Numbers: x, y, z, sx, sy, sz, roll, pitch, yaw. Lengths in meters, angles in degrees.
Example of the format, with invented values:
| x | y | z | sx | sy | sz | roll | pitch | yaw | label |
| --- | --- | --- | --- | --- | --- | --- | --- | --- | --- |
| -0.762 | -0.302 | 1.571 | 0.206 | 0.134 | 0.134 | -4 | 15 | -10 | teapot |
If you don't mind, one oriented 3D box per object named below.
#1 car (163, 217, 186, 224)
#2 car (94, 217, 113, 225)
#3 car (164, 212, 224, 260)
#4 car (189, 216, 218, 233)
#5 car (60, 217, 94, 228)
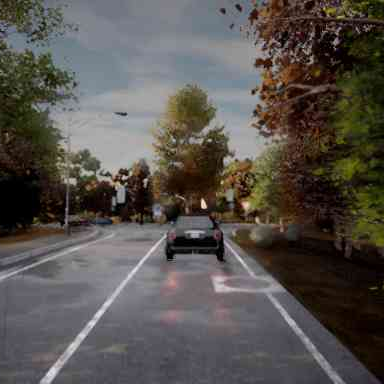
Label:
| x | y | z | sx | sy | sz | roll | pitch | yaw | label |
| --- | --- | --- | --- | --- | --- | --- | --- | --- | --- |
| -3.677 | 6.033 | 70.043 | 4.718 | 1.301 | 1.895 | 1 | -5 | -5 | car |
| -17.239 | 5.417 | 62.178 | 2.033 | 1.411 | 5.357 | -3 | -5 | 34 | car |
| 0.122 | 1.618 | 13.675 | 2.097 | 1.767 | 4.553 | 0 | -2 | 1 | car |
| 1.058 | 2.678 | 27.750 | 1.895 | 1.301 | 4.718 | -1 | -4 | 9 | car |
| -14.650 | 3.813 | 41.674 | 1.895 | 1.301 | 4.718 | 5 | -7 | -44 | car |
